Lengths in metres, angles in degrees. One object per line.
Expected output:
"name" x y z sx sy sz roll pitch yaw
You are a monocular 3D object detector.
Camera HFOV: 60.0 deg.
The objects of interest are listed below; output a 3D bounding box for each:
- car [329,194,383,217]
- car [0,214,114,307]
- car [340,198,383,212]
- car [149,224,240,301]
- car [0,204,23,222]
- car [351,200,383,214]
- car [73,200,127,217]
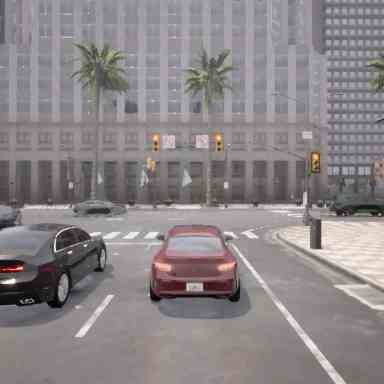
"car" 15.630 1.221 30.779 5.566 2.045 2.150 0 0 1
"car" -3.435 1.505 7.960 1.837 1.490 4.892 0 0 0
"car" 19.774 1.491 37.985 4.902 1.511 2.128 0 0 0
"car" 0.075 1.526 8.212 1.812 1.442 4.674 0 0 1
"car" -11.197 1.478 19.616 1.882 1.535 5.008 1 0 -22
"car" 19.052 1.564 34.485 4.181 1.385 1.994 0 0 0
"car" -8.475 1.491 30.820 4.902 1.511 2.128 0 0 0
